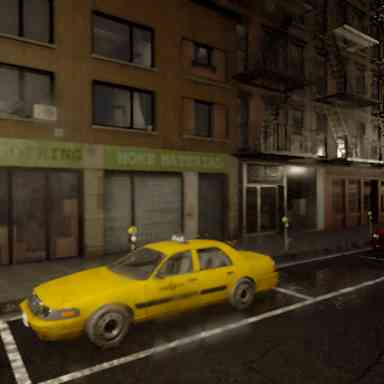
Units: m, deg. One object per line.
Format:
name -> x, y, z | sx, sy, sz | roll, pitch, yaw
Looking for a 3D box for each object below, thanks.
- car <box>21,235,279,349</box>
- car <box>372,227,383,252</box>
car -> -0.451, 1.526, 6.220 | 4.829, 1.417, 1.752 | 0, -1, -36
car -> 8.637, 1.554, 12.704 | 4.507, 1.381, 1.887 | 0, -1, -36
